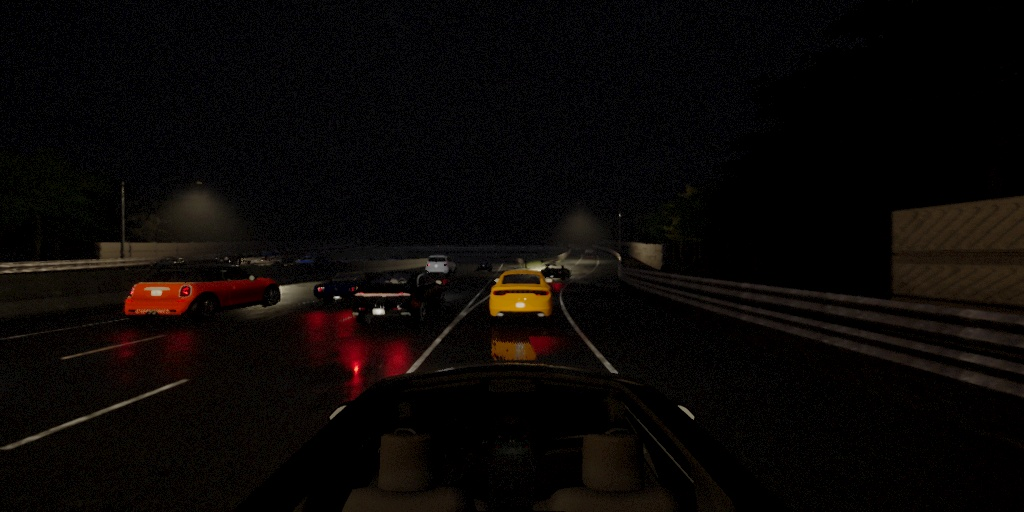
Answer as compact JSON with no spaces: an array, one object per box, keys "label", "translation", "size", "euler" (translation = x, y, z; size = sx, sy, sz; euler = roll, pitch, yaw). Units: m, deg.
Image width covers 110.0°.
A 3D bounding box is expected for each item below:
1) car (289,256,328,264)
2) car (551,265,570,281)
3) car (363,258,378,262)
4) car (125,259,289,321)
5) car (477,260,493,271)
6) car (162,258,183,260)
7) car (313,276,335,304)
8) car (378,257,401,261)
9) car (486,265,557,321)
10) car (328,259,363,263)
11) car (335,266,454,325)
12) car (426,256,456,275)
[{"label":"car","translation":[-24.641,0.970,44.096],"size":[2.150,2.045,5.566],"euler":[0,0,0]},{"label":"car","translation":[3.927,1.425,31.321],"size":[1.895,1.301,4.718],"euler":[0,-1,17]},{"label":"car","translation":[-24.691,1.244,60.028],"size":[1.994,1.385,4.181],"euler":[0,0,0]},{"label":"car","translation":[-10.395,1.102,12.615],"size":[2.097,1.767,4.553],"euler":[0,0,0]},{"label":"car","translation":[-3.577,1.297,47.568],"size":[2.033,1.411,5.357],"euler":[0,0,0]},{"label":"car","translation":[-39.594,0.984,41.636],"size":[1.837,1.490,4.892],"euler":[0,1,-19]},{"label":"car","translation":[-6.893,1.351,16.366],"size":[1.895,1.301,4.718],"euler":[0,0,0]},{"label":"car","translation":[-21.198,1.271,61.770],"size":[1.895,1.301,4.718],"euler":[0,0,0]},{"label":"car","translation":[0.390,1.228,12.543],"size":[1.882,1.535,5.008],"euler":[0,0,4]},{"label":"car","translation":[-21.147,1.312,45.735],"size":[1.994,1.385,4.181],"euler":[0,0,0]},{"label":"car","translation":[-3.496,1.242,11.844],"size":[2.128,1.511,4.902],"euler":[0,0,0]},{"label":"car","translation":[-6.922,0.972,35.375],"size":[2.150,2.045,5.566],"euler":[0,0,0]}]
